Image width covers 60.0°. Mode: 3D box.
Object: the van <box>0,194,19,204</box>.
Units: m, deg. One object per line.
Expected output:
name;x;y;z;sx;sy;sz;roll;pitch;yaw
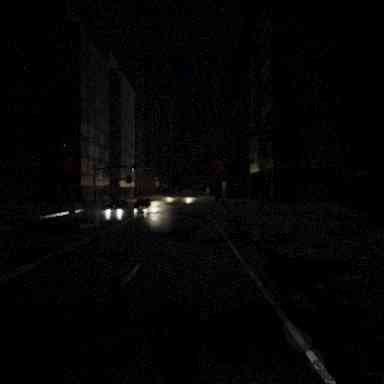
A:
van;-30.530;1.139;53.136;3.998;1.788;1.690;0;1;0

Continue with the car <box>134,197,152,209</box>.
car;-6.493;1.430;44.547;2.033;1.411;5.357;0;0;0

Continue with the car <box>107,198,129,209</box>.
car;-9.749;1.485;43.943;1.895;1.301;4.718;0;0;0

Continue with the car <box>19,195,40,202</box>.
car;-30.522;1.233;61.663;4.313;1.339;1.947;0;1;0
